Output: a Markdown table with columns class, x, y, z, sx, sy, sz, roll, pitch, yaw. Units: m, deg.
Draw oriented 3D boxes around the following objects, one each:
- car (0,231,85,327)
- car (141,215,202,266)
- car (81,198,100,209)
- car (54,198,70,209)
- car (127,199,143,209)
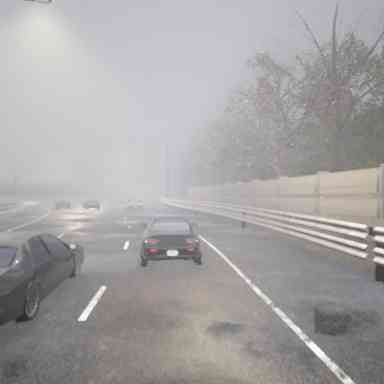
| class | x | y | z | sx | sy | sz | roll | pitch | yaw |
| --- | --- | --- | --- | --- | --- | --- | --- | --- | --- |
| car | -3.782 | 1.554 | 7.077 | 2.033 | 1.411 | 5.357 | 0 | 0 | -5 |
| car | -0.767 | 1.517 | 11.471 | 1.812 | 1.442 | 4.674 | 0 | 0 | -6 |
| car | -14.024 | 1.568 | 45.869 | 1.994 | 1.385 | 4.181 | 0 | 0 | -25 |
| car | -18.044 | 1.510 | 46.207 | 2.128 | 1.511 | 4.902 | 0 | 0 | -25 |
| car | -7.585 | 1.584 | 44.020 | 1.895 | 1.301 | 4.718 | 0 | 0 | -12 |
